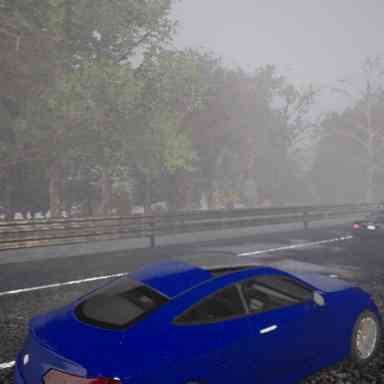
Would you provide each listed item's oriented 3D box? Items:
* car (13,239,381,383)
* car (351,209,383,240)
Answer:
[{"bbox_3d":[0.457,1.509,4.092,4.674,1.442,1.812,0,0,-36],"label":"car"},{"bbox_3d":[9.145,1.447,14.707,5.357,1.411,2.033,0,0,-36],"label":"car"}]
